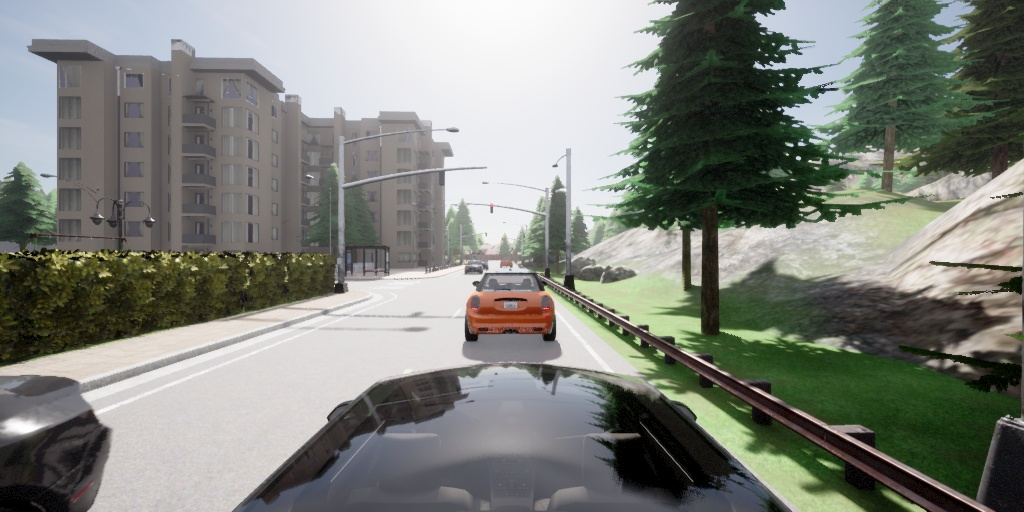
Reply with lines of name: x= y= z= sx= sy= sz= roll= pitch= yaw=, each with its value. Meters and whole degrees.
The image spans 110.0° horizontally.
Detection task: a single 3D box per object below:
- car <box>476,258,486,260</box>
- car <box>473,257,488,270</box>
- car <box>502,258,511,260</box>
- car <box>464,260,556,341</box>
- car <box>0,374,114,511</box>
car: x=-4.286 y=1.255 z=40.795 sx=1.837 sy=1.490 sz=4.892 roll=0 pitch=0 yaw=-1
car: x=-4.507 y=1.101 z=52.016 sx=2.097 sy=1.767 sz=4.553 roll=0 pitch=0 yaw=-3
car: x=-0.959 y=1.102 z=61.268 sx=2.097 sy=1.767 sz=4.553 roll=0 pitch=0 yaw=-1
car: x=-0.057 y=1.102 z=10.012 sx=2.097 sy=1.767 sz=4.553 roll=0 pitch=0 yaw=-1
car: x=-3.632 y=1.255 z=0.334 sx=1.837 sy=1.490 sz=4.892 roll=0 pitch=0 yaw=0
